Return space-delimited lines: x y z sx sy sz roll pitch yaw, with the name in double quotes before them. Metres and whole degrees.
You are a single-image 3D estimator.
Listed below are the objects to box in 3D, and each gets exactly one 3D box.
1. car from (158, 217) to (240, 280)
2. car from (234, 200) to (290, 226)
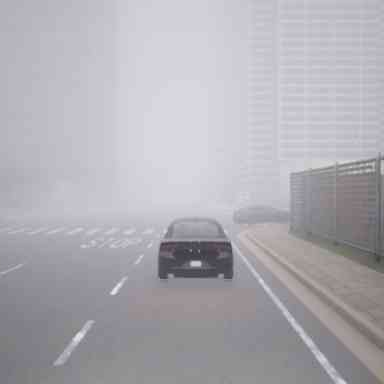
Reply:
"car" 0.095 1.481 10.009 1.882 1.535 5.008 0 0 0
"car" 5.016 1.542 23.419 4.181 1.385 1.994 -1 0 -20
